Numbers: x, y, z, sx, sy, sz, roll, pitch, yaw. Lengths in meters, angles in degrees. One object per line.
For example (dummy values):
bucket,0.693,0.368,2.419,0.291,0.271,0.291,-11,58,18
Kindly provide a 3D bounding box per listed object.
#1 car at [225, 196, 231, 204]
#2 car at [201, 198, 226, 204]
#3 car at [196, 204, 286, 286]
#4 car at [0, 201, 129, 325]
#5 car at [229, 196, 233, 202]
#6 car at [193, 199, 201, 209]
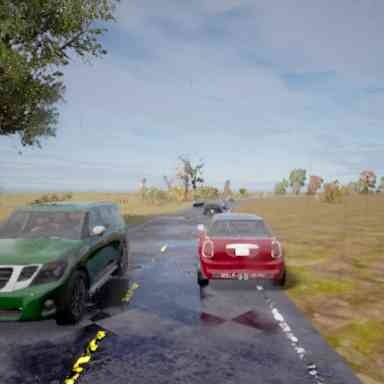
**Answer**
car,3.828,1.699,46.262,2.033,1.411,5.357,0,0,11
car,2.341,1.624,35.249,1.837,1.490,4.892,0,-1,8
car,1.228,1.387,9.716,2.097,1.767,4.553,0,0,2
car,-2.951,1.250,7.520,2.150,2.045,5.566,0,0,2
car,8.905,1.731,81.436,2.128,1.511,4.902,0,0,16
car,1.307,1.762,49.432,1.895,1.301,4.718,0,0,10
